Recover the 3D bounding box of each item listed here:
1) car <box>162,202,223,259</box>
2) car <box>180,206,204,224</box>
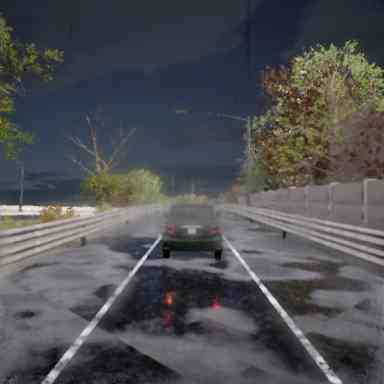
[{"bbox_3d":[0.012,1.417,13.633,2.150,2.045,5.566,0,-1,0],"label":"car"},{"bbox_3d":[0.026,1.981,29.468,1.994,1.385,4.181,0,-1,0],"label":"car"}]
